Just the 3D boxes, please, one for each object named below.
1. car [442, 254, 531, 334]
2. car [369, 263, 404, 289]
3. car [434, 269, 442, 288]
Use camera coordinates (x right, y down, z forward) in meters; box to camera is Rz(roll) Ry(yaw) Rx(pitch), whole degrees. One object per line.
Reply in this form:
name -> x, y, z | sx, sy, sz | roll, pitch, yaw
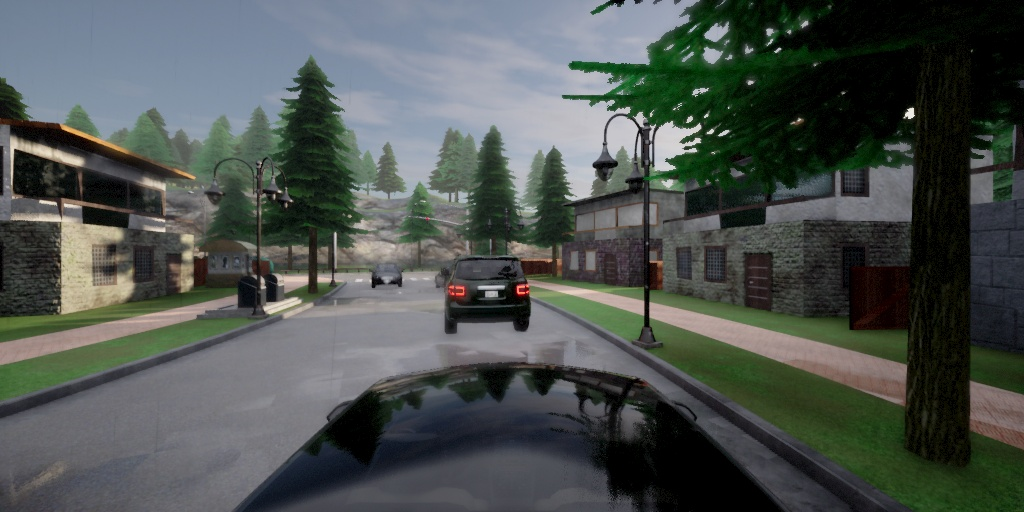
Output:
car -> -0.937, 0.971, 10.895 | 2.150, 2.045, 5.566 | 0, 0, -10
car -> -8.163, 1.243, 23.419 | 2.128, 1.511, 4.902 | 0, 0, -19
car -> -3.324, 1.297, 21.098 | 2.033, 1.411, 5.357 | 0, 0, -21
